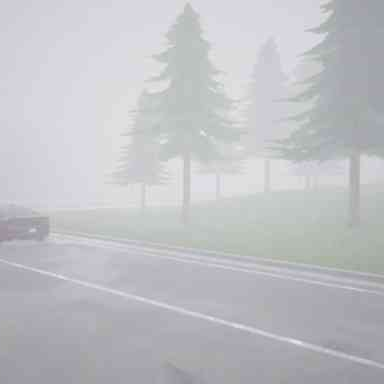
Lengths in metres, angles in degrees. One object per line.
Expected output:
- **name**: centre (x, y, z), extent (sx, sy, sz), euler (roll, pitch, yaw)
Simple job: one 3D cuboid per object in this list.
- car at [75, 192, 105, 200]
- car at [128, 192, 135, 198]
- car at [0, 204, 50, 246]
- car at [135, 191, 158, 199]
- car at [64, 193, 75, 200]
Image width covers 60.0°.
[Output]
- **car**: centre (-18.696, 0.717, 62.457), extent (2.128, 1.511, 4.902), euler (1, 1, 36)
- **car**: centre (-12.873, 0.718, 76.822), extent (1.994, 1.385, 4.181), euler (1, 1, 35)
- **car**: centre (-7.987, 1.258, 13.946), extent (5.008, 1.535, 1.882), euler (1, 1, 36)
- **car**: centre (-9.848, 0.572, 75.036), extent (2.097, 1.767, 4.553), euler (1, 1, 35)
- **car**: centre (-21.771, 0.717, 64.132), extent (2.033, 1.411, 5.357), euler (1, 1, 35)
